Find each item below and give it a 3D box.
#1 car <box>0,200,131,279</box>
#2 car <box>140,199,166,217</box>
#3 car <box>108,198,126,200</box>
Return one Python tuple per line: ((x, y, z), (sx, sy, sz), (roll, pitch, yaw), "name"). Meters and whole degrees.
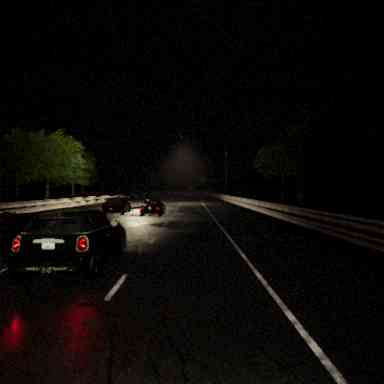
((-3.399, 1.288, 9.997), (2.097, 1.767, 4.553), (0, 0, 0), "car")
((-3.395, 1.355, 29.340), (2.033, 1.411, 5.357), (0, 0, 0), "car")
((-6.897, 1.275, 30.728), (1.882, 1.535, 5.008), (0, 0, 0), "car")
